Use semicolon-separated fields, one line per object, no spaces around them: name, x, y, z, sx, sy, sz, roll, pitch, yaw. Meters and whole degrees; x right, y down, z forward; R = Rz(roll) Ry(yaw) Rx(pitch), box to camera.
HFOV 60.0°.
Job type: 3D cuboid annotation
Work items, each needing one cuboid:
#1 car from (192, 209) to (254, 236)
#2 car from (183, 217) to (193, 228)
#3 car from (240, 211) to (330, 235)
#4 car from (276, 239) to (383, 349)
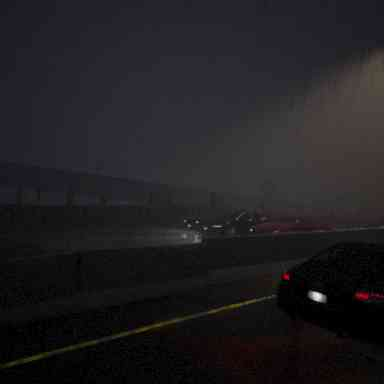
car;2.698;1.768;18.810;4.892;1.490;1.837;3;-2;-35
car;2.014;1.896;22.619;5.357;1.411;2.033;4;-2;-35
car;4.811;1.799;16.017;4.674;1.442;1.812;3;-2;-35
car;3.558;1.619;6.282;4.181;1.385;1.994;1;-1;-35
